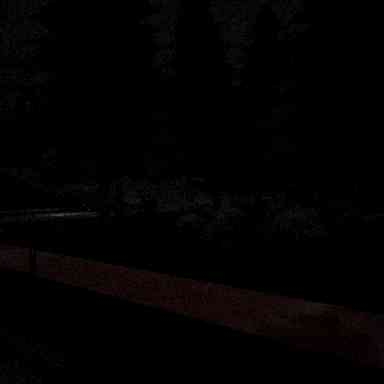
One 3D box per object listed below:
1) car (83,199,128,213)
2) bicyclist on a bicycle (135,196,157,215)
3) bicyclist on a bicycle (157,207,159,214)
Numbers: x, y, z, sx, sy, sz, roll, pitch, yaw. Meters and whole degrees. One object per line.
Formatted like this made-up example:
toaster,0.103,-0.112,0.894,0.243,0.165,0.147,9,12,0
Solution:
car,-9.037,1.439,34.944,1.895,1.301,4.718,0,0,36
bicyclist on a bicycle,-4.125,1.142,28.461,1.656,1.620,0.582,0,0,15
bicyclist on a bicycle,-3.563,1.143,28.944,1.656,1.620,0.582,0,0,22
